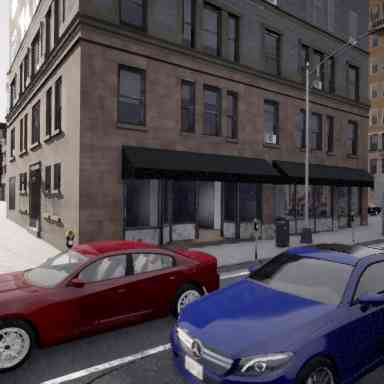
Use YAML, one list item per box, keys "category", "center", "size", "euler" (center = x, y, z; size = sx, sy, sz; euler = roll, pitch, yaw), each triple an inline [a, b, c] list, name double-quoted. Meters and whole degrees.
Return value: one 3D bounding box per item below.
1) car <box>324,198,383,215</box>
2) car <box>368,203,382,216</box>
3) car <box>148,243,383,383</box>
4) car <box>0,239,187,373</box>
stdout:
- category: "car"
  center: [16.234, 1.411, 33.312]
  size: [2.033, 1.411, 5.357]
  euler: [1, 0, -35]
- category: "car"
  center: [14.468, 1.443, 30.161]
  size: [1.895, 1.301, 4.718]
  euler: [1, 0, -35]
- category: "car"
  center: [1.919, 1.526, 4.729]
  size: [4.674, 1.442, 1.812]
  euler: [0, 0, -35]
- category: "car"
  center: [-1.574, 1.545, 5.630]
  size: [4.507, 1.381, 1.887]
  euler: [0, 1, -35]
